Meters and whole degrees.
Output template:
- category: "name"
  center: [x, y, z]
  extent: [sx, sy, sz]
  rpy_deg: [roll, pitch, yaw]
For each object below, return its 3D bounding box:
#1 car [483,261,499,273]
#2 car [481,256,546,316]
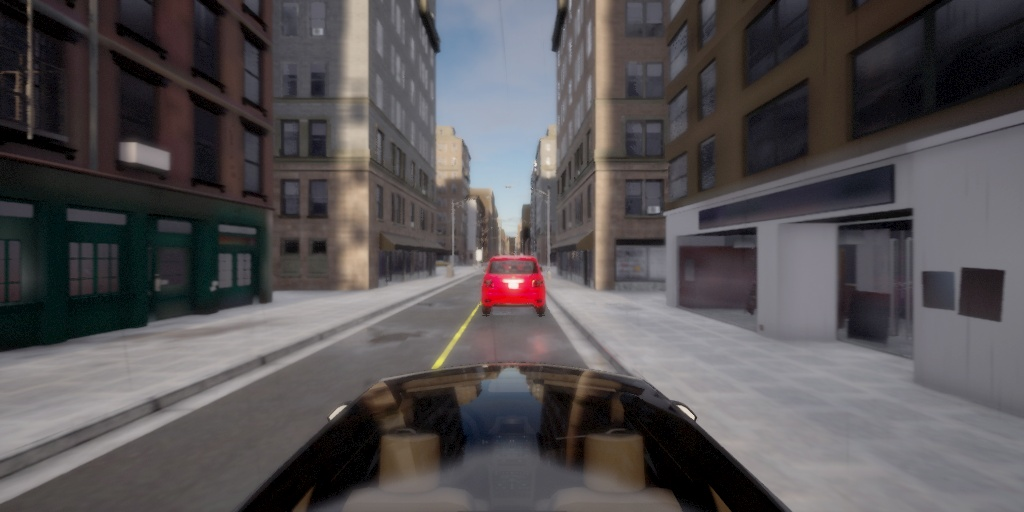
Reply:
- category: "car"
  center: [-2.820, 1.447, 48.635]
  extent: [1.812, 1.442, 4.674]
  rpy_deg: [0, 0, 0]
- category: "car"
  center: [0.067, 1.014, 13.780]
  extent: [2.150, 2.045, 5.566]
  rpy_deg: [0, 0, 0]
